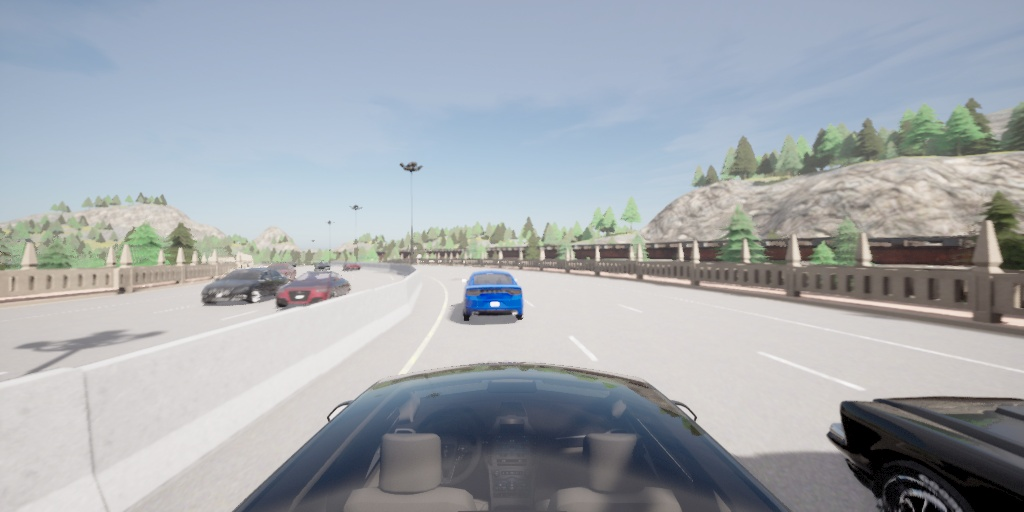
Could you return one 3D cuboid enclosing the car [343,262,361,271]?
[{"bbox_3d":[-24.050,1.592,53.995,1.895,1.301,4.718,-1,0,-34],"label":"car"}]

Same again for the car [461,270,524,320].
[{"bbox_3d":[-0.768,1.244,12.807,1.882,1.535,5.008,0,0,-6],"label":"car"}]

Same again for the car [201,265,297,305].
[{"bbox_3d":[-12.178,1.344,16.745,1.837,1.490,4.892,0,0,-11],"label":"car"}]

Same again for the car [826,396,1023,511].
[{"bbox_3d":[3.481,1.335,0.733,1.895,1.301,4.718,0,0,0],"label":"car"}]

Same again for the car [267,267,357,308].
[{"bbox_3d":[-8.450,1.378,15.641,1.994,1.385,4.181,0,0,-10],"label":"car"}]

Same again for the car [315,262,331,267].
[{"bbox_3d":[-29.059,1.643,55.148,1.895,1.301,4.718,-1,0,-34],"label":"car"}]

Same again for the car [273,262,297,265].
[{"bbox_3d":[-19.435,1.400,30.064,1.882,1.535,5.008,0,0,-21],"label":"car"}]
